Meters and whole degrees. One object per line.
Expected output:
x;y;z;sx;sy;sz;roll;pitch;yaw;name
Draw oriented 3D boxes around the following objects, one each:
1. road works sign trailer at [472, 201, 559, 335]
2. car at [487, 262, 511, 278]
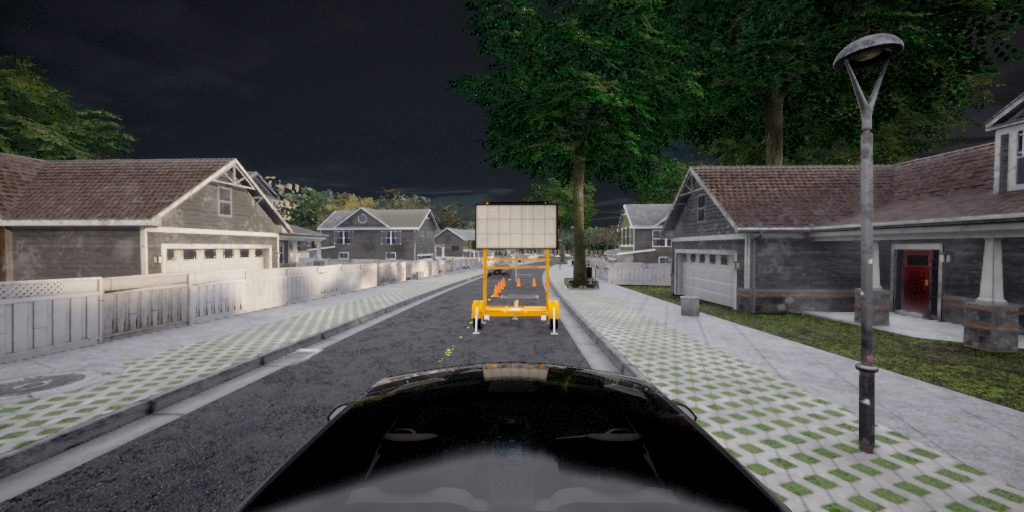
0.129;0.213;10.545;2.380;3.560;2.880;0;0;2;road works sign trailer
-1.177;1.303;34.199;1.994;1.385;4.181;0;0;5;car
